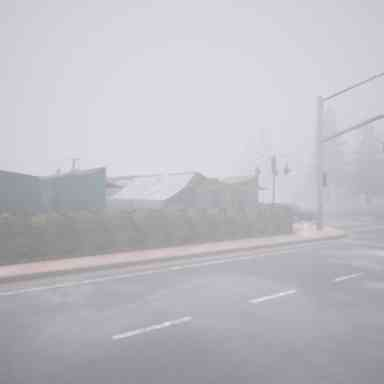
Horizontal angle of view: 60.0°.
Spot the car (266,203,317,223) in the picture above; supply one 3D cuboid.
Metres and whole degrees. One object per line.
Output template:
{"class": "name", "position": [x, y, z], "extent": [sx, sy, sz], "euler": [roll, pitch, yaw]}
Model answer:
{"class": "car", "position": [7.947, 1.669, 27.641], "extent": [1.837, 1.490, 4.892], "euler": [1, 0, -37]}

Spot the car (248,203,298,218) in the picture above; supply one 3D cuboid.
{"class": "car", "position": [8.058, 1.789, 33.322], "extent": [1.895, 1.301, 4.718], "euler": [1, 0, -37]}
